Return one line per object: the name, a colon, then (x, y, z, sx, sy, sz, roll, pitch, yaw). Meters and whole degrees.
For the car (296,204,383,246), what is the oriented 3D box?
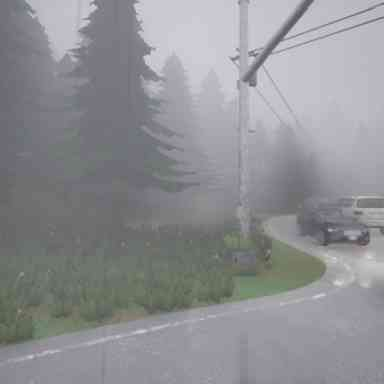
car: (6.268, 1.517, 15.364, 2.128, 1.511, 4.902, 0, 0, 0)

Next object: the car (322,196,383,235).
car: (9.542, 1.246, 19.274, 2.150, 2.045, 5.566, 0, 0, 7)

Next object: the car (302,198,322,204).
car: (12.326, 1.377, 33.331, 2.097, 1.767, 4.553, 0, 0, 42)
